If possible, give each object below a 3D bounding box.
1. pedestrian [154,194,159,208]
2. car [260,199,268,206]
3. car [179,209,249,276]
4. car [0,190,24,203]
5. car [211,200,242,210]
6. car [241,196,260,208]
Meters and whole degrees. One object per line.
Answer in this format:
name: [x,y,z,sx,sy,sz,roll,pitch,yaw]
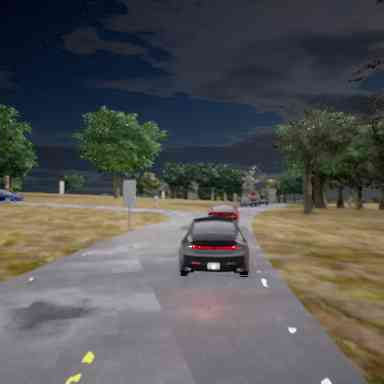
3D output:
pedestrian: [-4.566,1.169,42.498,0.375,1.860,0.375,0,-4,12]
car: [15.891,2.309,74.135,2.033,1.411,5.357,0,-1,21]
car: [0.693,1.523,10.384,1.837,1.490,4.892,0,0,4]
car: [-22.630,0.490,39.936,5.008,1.535,1.882,3,-1,13]
car: [2.115,1.515,21.745,1.882,1.535,5.008,0,0,10]
car: [10.103,1.720,59.481,2.150,2.045,5.566,-1,-1,23]
